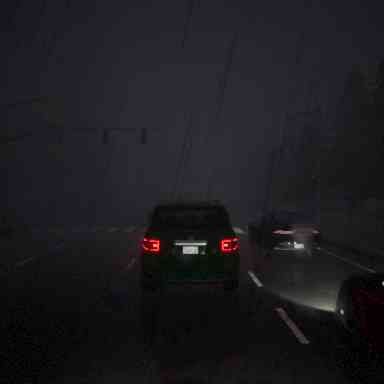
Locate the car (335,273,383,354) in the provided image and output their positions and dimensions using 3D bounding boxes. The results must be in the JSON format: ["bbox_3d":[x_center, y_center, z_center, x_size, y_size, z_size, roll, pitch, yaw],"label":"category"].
[{"bbox_3d":[3.436,1.564,3.971,1.994,1.385,4.181,0,0,-1],"label":"car"}]

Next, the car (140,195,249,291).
[{"bbox_3d":[-0.075,1.221,9.130,2.150,2.045,5.566,0,0,-1],"label":"car"}]

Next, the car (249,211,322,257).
[{"bbox_3d":[3.367,1.492,12.881,2.128,1.511,4.902,0,0,0],"label":"car"}]
